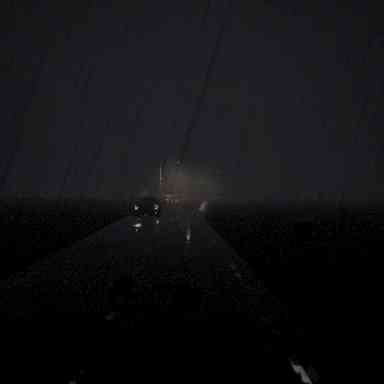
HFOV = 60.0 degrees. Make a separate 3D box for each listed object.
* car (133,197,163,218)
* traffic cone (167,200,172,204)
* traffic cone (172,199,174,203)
[{"bbox_3d":[-3.666,1.200,28.448,2.097,1.767,4.553,0,0,-1],"label":"car"},{"bbox_3d":[-3.961,1.660,55.717,0.340,0.580,0.340,0,0,4],"label":"traffic cone"},{"bbox_3d":[-3.567,1.636,60.740,0.340,0.580,0.340,0,0,5],"label":"traffic cone"}]
